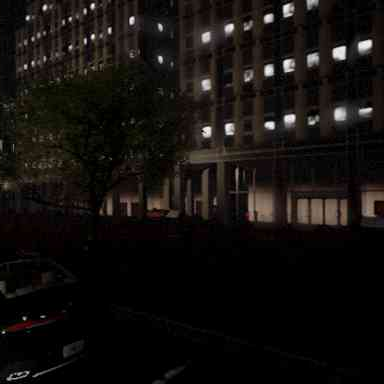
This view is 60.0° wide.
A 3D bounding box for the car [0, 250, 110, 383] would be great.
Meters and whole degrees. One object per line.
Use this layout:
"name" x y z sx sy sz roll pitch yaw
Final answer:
"car" -3.146 1.594 5.127 4.403 1.369 2.008 -1 0 36
